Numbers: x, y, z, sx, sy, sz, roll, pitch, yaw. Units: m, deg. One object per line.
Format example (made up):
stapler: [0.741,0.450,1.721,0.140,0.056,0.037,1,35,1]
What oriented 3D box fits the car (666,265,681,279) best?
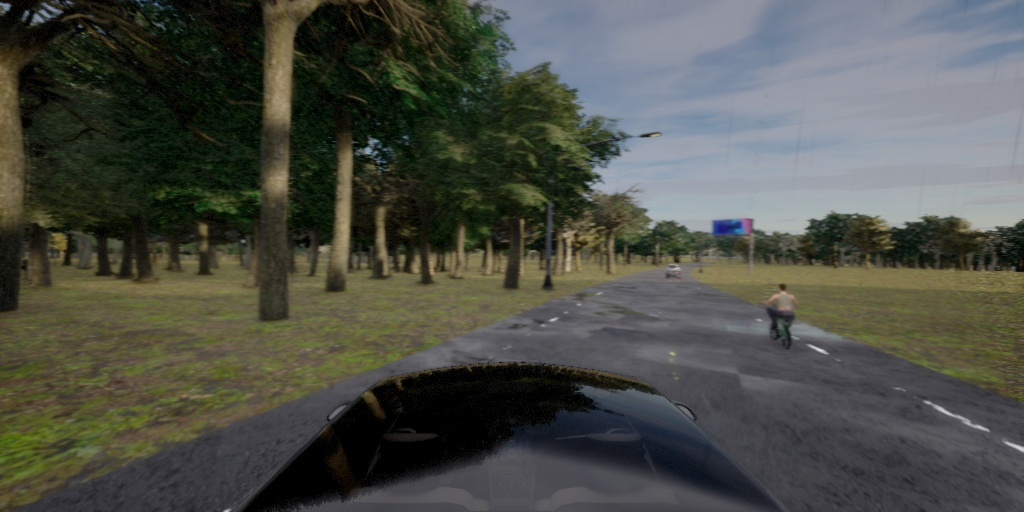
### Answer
car: [24.105,2.592,53.771,2.128,1.511,4.902,2,0,24]

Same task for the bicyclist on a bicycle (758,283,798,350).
bicyclist on a bicycle: [6.950,1.503,9.287,0.866,1.612,1.509,2,0,21]
